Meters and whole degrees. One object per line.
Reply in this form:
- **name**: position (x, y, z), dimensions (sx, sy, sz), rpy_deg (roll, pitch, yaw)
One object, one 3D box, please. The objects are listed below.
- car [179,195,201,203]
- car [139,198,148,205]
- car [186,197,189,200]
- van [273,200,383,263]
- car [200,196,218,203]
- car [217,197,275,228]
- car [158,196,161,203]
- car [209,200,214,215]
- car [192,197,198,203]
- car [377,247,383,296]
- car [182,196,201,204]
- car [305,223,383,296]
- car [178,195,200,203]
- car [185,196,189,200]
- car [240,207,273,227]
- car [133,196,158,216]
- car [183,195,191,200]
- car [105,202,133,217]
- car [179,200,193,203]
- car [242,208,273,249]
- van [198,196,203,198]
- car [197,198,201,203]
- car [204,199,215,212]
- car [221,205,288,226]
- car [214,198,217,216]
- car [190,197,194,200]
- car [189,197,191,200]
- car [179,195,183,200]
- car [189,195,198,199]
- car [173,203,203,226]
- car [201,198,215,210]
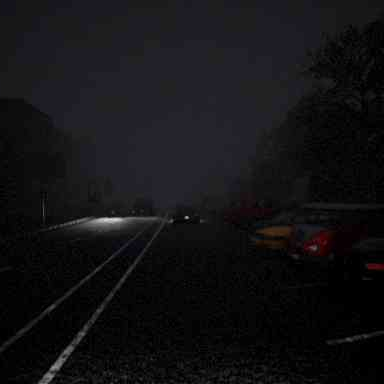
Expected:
- **car**: position (-0.514, 1.924, 90.595), dimensions (5.566, 2.045, 2.435), rpy_deg (0, 1, -27)
- **car**: position (-11.273, 2.231, 77.113), dimensions (1.812, 1.442, 4.674), rpy_deg (0, 0, -6)
- **car**: position (2.090, 2.207, 66.967), dimensions (5.008, 1.535, 2.097), rpy_deg (1, -1, -26)
- **van**: position (5.100, 1.349, 10.576), dimensions (4.442, 1.987, 1.878), rpy_deg (1, 0, -21)
- **car**: position (3.894, 1.783, 43.265), dimensions (4.553, 1.767, 2.185), rpy_deg (1, -1, -24)
- **car**: position (4.935, 1.434, 22.515), dimensions (5.566, 2.045, 2.435), rpy_deg (1, -1, -22)
- **car**: position (-8.532, 1.927, 77.805), dimensions (2.150, 2.045, 5.566), rpy_deg (0, 0, -6)
- **car**: position (4.567, 1.776, 31.401), dimensions (4.892, 1.521, 2.231), rpy_deg (1, 0, -23)
- **car**: position (3.112, 2.056, 55.122), dimensions (5.008, 1.535, 2.097), rpy_deg (1, -1, -25)
- **car**: position (5.260, 1.568, 4.695), dimensions (4.674, 1.452, 2.002), rpy_deg (0, 0, -20)
- **car**: position (-0.099, 2.086, 87.680), dimensions (4.553, 1.767, 2.185), rpy_deg (0, 1, -27)
- **car**: position (5.247, 1.592, 7.650), dimensions (4.674, 1.452, 2.002), rpy_deg (1, -1, -21)
- **car**: position (-0.843, 1.887, 93.579), dimensions (5.566, 2.045, 2.435), rpy_deg (0, 0, -28)
- **car**: position (1.822, 2.240, 69.925), dimensions (4.892, 1.521, 2.231), rpy_deg (1, 0, -26)
- **car**: position (5.081, 1.669, 16.558), dimensions (4.674, 1.452, 2.002), rpy_deg (1, 0, -22)
- **car**: position (-5.328, 1.585, 37.264), dimensions (2.150, 2.045, 5.566), rpy_deg (0, -1, -3)
- **car**: position (1.547, 2.009, 72.905), dimensions (5.566, 2.045, 2.435), rpy_deg (1, -1, -26)
- **car**: position (-8.065, 1.845, 35.931), dimensions (2.128, 1.511, 4.902), rpy_deg (0, -1, -3)
- **car**: position (-1.263, 2.017, 42.240), dimensions (1.895, 1.301, 4.718), rpy_deg (0, -1, -3)
- **car**: position (4.975, 1.596, 13.520), dimensions (5.366, 1.575, 1.946), rpy_deg (1, 0, -21)
- **van**: position (3.646, 1.757, 49.257), dimensions (4.442, 1.987, 1.878), rpy_deg (1, -1, -24)
- **car**: position (3.745, 1.944, 46.233), dimensions (5.008, 1.535, 2.097), rpy_deg (1, -1, -24)
- **car**: position (4.236, 1.869, 37.326), dimensions (4.792, 1.488, 2.163), rpy_deg (1, 0, -23)
- **car**: position (4.805, 1.754, 25.464), dimensions (4.674, 1.452, 2.002), rpy_deg (1, 0, -22)
- **car**: position (4.655, 1.618, 28.429), dimensions (4.553, 1.767, 2.185), rpy_deg (1, -1, -23)
- **car**: position (2.861, 2.094, 58.089), dimensions (5.008, 1.535, 2.097), rpy_deg (1, -1, -25)
- **car**: position (2.790, 2.132, 61.128), dimensions (5.366, 1.575, 1.946), rpy_deg (1, -1, -25)
- **car**: position (0.547, 2.010, 81.742), dimensions (5.566, 2.045, 2.435), rpy_deg (1, 1, -27)
- **car**: position (2.394, 2.045, 64.018), dimensions (4.553, 1.767, 2.185), rpy_deg (1, -1, -25)
- **car**: position (-0.444, 1.795, 25.435), dimensions (1.994, 1.385, 4.181), rpy_deg (0, -1, -2)
- **car**: position (4.094, 1.874, 40.306), dimensions (5.008, 1.535, 2.097), rpy_deg (1, -1, -23)
